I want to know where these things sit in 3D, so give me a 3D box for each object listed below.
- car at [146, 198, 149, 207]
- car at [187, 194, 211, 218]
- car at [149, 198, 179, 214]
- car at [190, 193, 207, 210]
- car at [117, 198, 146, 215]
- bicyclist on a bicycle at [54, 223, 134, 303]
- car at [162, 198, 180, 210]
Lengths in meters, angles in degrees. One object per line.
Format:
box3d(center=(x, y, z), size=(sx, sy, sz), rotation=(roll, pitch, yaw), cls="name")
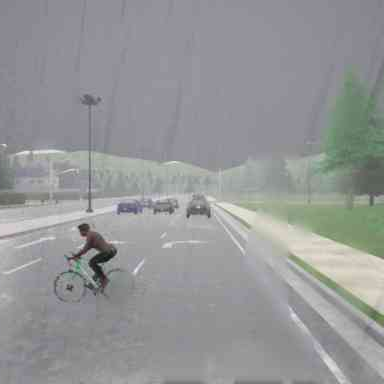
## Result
box3d(center=(-6.257, 1.547, 44.953), size=(2.033, 1.411, 5.357), rotation=(0, 0, 1), cls="car")
box3d(center=(0.607, 1.351, 30.708), size=(2.097, 1.767, 4.553), rotation=(0, 0, 1), cls="car")
box3d(center=(-2.862, 1.491, 34.750), size=(2.128, 1.511, 4.902), rotation=(0, 0, 1), cls="car")
box3d(center=(0.800, 1.221, 44.418), size=(2.150, 2.045, 5.566), rotation=(0, 0, 1), cls="car")
box3d(center=(-6.366, 1.477, 34.556), size=(1.882, 1.535, 5.008), rotation=(0, 0, 1), cls="car")
box3d(center=(-2.002, 1.454, 6.736), size=(1.656, 1.620, 0.582), rotation=(-2, 0, 1), cls="bicyclist on a bicycle")
box3d(center=(-2.758, 1.547, 44.853), size=(2.033, 1.411, 5.357), rotation=(0, 0, 1), cls="car")
